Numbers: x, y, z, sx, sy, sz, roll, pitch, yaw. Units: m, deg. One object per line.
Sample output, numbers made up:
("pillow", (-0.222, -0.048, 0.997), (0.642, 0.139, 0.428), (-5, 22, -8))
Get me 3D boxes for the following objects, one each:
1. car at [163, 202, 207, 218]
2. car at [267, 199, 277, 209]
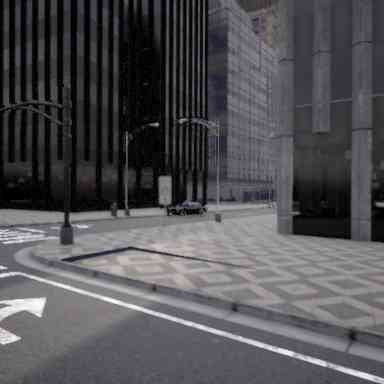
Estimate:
("car", (-0.607, 1.650, 31.022), (1.895, 1.301, 4.718), (1, 0, 36))
("car", (12.841, 1.813, 49.690), (1.812, 1.442, 4.674), (1, -1, 36))
